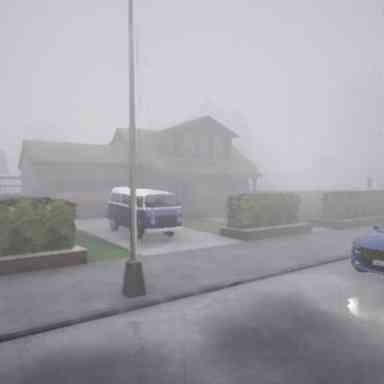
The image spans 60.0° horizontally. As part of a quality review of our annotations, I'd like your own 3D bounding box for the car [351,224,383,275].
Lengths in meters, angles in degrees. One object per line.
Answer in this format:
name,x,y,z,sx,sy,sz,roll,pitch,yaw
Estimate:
car,6.311,1.330,9.045,5.008,1.535,1.882,-1,0,-35
